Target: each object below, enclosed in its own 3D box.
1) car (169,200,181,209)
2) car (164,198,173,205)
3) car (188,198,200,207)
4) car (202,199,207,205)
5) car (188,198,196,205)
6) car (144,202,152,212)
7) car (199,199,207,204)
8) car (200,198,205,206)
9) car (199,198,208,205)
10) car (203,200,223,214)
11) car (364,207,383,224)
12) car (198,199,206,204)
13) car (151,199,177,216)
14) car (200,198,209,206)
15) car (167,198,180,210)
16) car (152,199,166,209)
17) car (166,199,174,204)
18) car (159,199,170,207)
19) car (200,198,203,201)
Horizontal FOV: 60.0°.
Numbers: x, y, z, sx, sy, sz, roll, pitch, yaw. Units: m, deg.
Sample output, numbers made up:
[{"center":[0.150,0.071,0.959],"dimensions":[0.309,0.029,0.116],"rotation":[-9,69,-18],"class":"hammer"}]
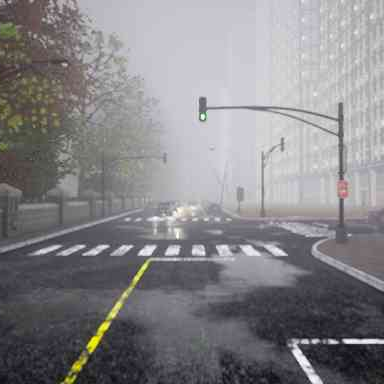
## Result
[{"center":[-3.019,2.116,58.722],"dimensions":[1.812,1.442,4.674],"rotation":[0,0,0],"class":"car"},{"center":[-5.611,2.262,80.047],"dimensions":[1.967,1.590,4.097],"rotation":[0,-1,0],"class":"car"},{"center":[0.065,2.290,67.930],"dimensions":[1.895,1.301,4.718],"rotation":[0,-1,0],"class":"car"},{"center":[2.735,2.026,46.245],"dimensions":[1.947,1.339,4.313],"rotation":[0,-1,0],"class":"car"},{"center":[0.075,2.173,77.902],"dimensions":[1.837,1.490,4.892],"rotation":[0,-1,0],"class":"car"},{"center":[-5.645,2.042,46.253],"dimensions":[1.802,1.307,4.206],"rotation":[0,-1,0],"class":"car"},{"center":[2.773,2.435,85.670],"dimensions":[2.008,1.369,4.403],"rotation":[0,-1,0],"class":"car"},{"center":[2.741,2.084,51.878],"dimensions":[1.947,1.339,4.313],"rotation":[0,-1,0],"class":"car"},{"center":[2.769,2.262,80.039],"dimensions":[1.967,1.590,4.097],"rotation":[0,-1,0],"class":"car"},{"center":[2.730,1.968,40.613],"dimensions":[1.947,1.339,4.313],"rotation":[0,-1,0],"class":"car"},{"center":[14.830,1.487,23.817],"dimensions":[4.674,1.442,1.812],"rotation":[-1,-1,0],"class":"car"},{"center":[2.779,2.498,91.301],"dimensions":[2.008,1.369,4.403],"rotation":[0,-1,0],"class":"car"},{"center":[-3.063,1.873,37.300],"dimensions":[1.837,1.490,4.892],"rotation":[0,-1,0],"class":"car"},{"center":[2.763,2.200,74.407],"dimensions":[1.967,1.590,4.097],"rotation":[0,-1,0],"class":"car"},{"center":[-3.050,1.980,47.690],"dimensions":[1.837,1.490,4.892],"rotation":[0,-1,0],"class":"car"},{"center":[-5.633,2.017,57.519],"dimensions":[1.967,1.590,4.097],"rotation":[0,-1,0],"class":"car"},{"center":[-5.607,2.429,85.678],"dimensions":[1.887,1.381,4.507],"rotation":[0,-1,0],"class":"car"},{"center":[-5.622,2.221,68.613],"dimensions":[1.752,1.417,4.829],"rotation":[0,-1,0],"class":"car"},{"center":[2.758,2.243,68.775],"dimensions":[1.887,1.381,4.507],"rotation":[0,-1,0],"class":"car"}]
